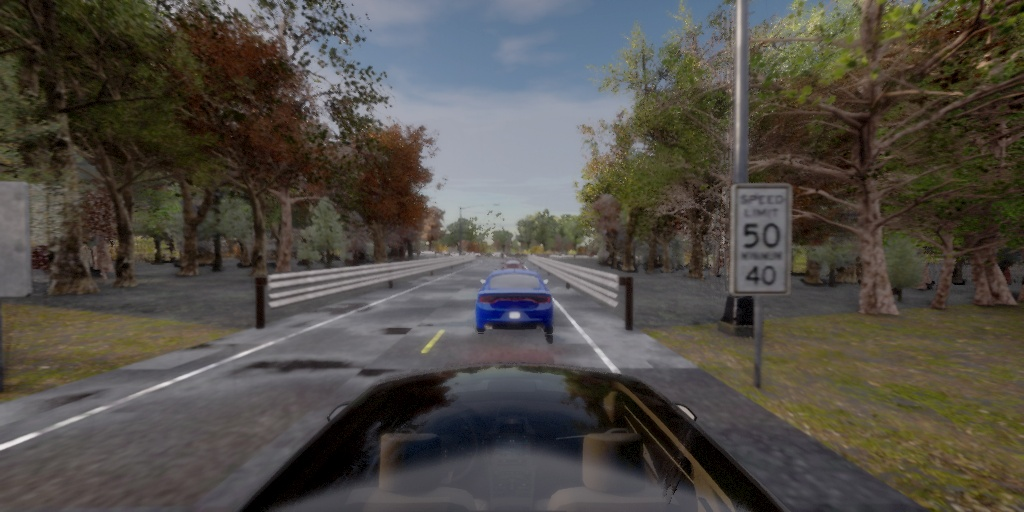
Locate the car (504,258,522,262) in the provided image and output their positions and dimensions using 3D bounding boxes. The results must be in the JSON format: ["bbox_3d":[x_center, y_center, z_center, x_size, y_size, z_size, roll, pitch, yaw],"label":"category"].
[{"bbox_3d":[0.054,0.889,28.600,1.812,1.442,4.674,0,1,0],"label":"car"}]

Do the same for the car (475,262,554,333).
[{"bbox_3d":[0.068,1.104,10.342,1.882,1.535,5.008,0,1,0],"label":"car"}]
